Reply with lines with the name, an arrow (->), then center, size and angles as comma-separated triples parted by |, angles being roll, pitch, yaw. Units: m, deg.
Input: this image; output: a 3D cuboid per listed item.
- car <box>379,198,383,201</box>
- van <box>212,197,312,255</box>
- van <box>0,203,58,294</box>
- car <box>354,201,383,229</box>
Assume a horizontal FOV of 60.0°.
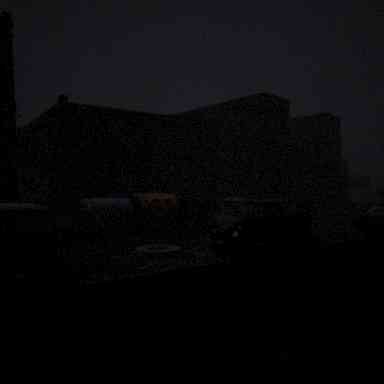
car -> 15.704, 1.191, 23.575 | 5.566, 2.045, 2.435 | 2, 0, -44
van -> 2.721, 1.208, 12.892 | 4.442, 1.987, 1.878 | 1, -1, -38
van -> -5.277, 1.199, 6.970 | 4.442, 1.987, 1.878 | 1, -1, -38
car -> 11.505, 1.482, 19.927 | 4.674, 1.452, 2.002 | 1, 0, -41
